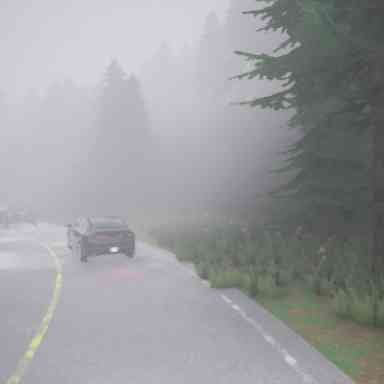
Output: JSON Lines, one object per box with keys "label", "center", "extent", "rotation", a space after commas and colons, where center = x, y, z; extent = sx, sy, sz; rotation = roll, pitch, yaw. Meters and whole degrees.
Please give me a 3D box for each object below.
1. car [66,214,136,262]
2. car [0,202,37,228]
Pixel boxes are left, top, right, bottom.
{"label": "car", "center": [-3.605, 1.602, 12.798], "extent": [1.837, 1.490, 4.892], "rotation": [0, 0, -28]}
{"label": "car", "center": [-13.409, 1.608, 24.875], "extent": [4.553, 1.767, 2.097], "rotation": [-1, 0, 44]}
